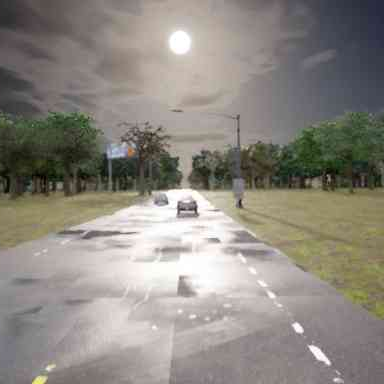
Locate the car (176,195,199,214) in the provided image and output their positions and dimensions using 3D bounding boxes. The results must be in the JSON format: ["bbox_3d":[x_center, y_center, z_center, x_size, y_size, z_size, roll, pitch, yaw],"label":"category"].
[{"bbox_3d":[-0.416,1.160,30.161,2.128,1.511,4.902,0,1,0],"label":"car"}]

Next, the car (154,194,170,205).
[{"bbox_3d":[-4.156,0.984,45.796,1.812,1.442,4.674,0,1,-1],"label":"car"}]

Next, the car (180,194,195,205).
[{"bbox_3d":[-0.591,1.015,45.302,1.895,1.301,4.718,0,1,-1],"label":"car"}]
